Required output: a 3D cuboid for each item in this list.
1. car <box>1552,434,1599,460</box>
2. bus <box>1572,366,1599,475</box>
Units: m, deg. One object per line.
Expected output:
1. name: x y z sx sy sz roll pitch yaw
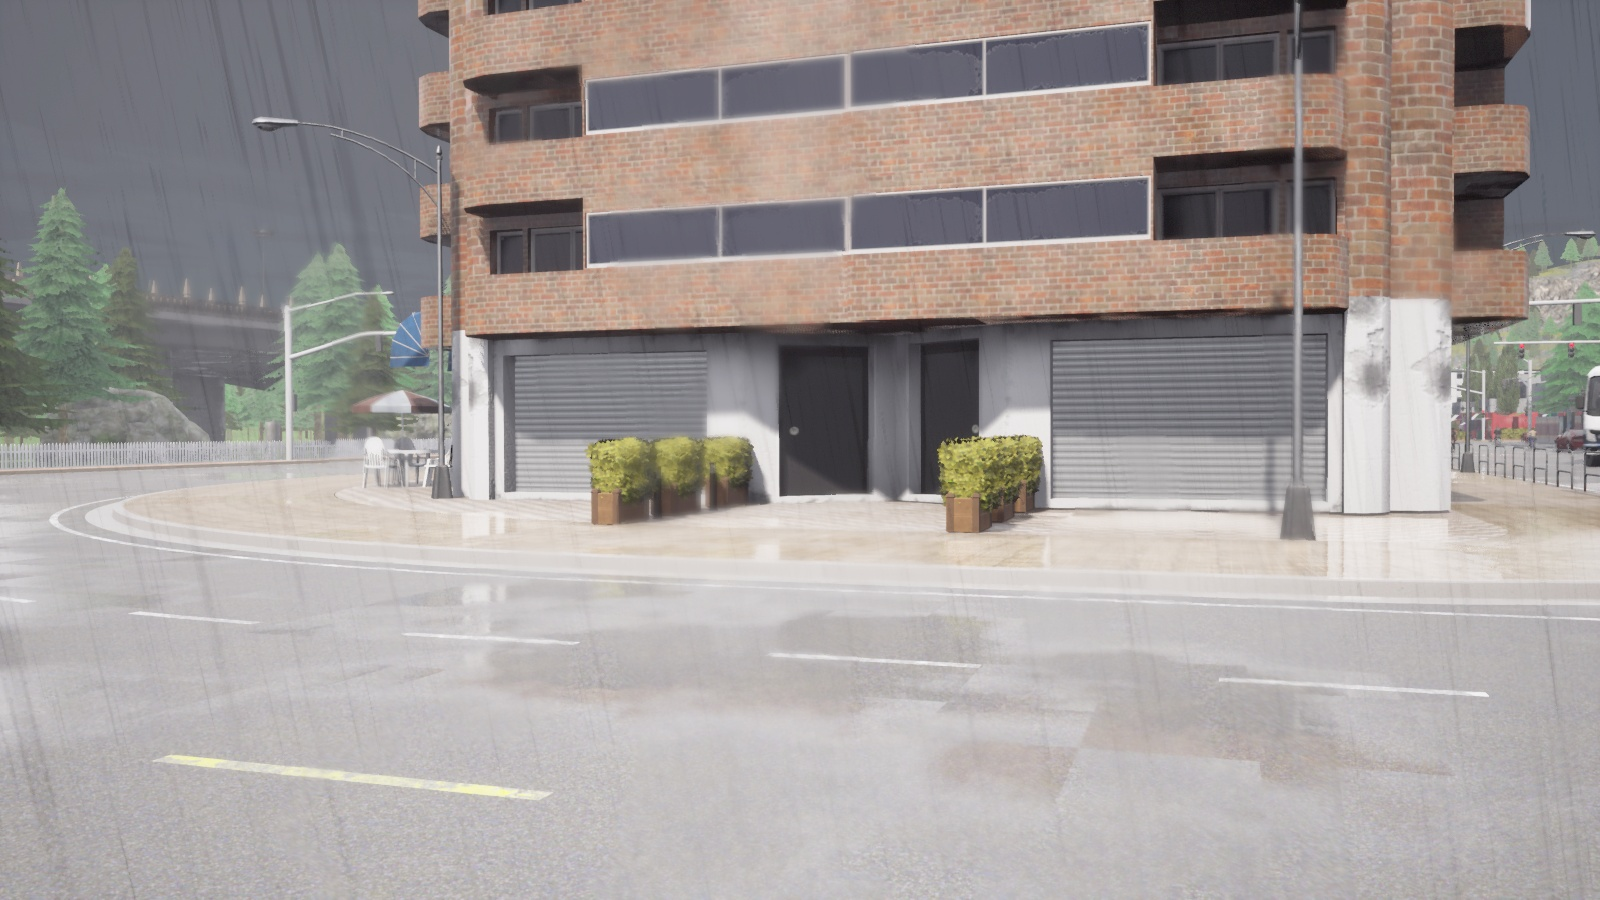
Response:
1. car: 48.548 -0.211 78.247 1.882 1.535 5.008 1 1 19
2. bus: 35.100 -1.207 52.748 3.944 4.253 10.273 0 1 35
